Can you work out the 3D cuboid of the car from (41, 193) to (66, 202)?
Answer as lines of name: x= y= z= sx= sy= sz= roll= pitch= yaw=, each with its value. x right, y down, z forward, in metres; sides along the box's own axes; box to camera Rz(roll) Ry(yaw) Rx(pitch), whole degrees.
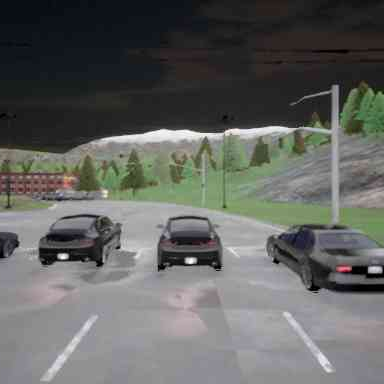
car: x=-32.529 y=1.531 z=78.081 sx=4.892 sy=1.490 sz=1.837 roll=0 pitch=0 yaw=35

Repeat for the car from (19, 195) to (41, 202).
car: x=-37.066 y=1.531 z=76.845 sx=4.892 sy=1.490 sz=1.837 roll=0 pitch=0 yaw=28

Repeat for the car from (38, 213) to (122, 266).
car: x=-3.656 y=1.511 z=11.600 sx=1.837 sy=1.490 sz=4.892 roll=0 pitch=0 yaw=-2

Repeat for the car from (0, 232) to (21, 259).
car: x=-7.058 y=1.551 z=9.563 sx=2.033 sy=1.411 sz=5.357 roll=0 pitch=0 yaw=-2

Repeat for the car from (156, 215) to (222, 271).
car: x=-0.128 y=1.510 z=10.971 sx=1.837 sy=1.490 sz=4.892 roll=0 pitch=0 yaw=-2

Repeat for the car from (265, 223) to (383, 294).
car: x=3.465 y=1.551 z=8.924 sx=2.033 sy=1.411 sz=5.357 roll=0 pitch=0 yaw=-1

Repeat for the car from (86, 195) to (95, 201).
car: x=-27.959 y=1.576 z=87.647 sx=5.357 sy=1.411 sz=2.033 roll=0 pitch=0 yaw=32

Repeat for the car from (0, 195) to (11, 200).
car: x=-46.574 y=1.510 z=80.882 sx=5.008 sy=1.535 sz=1.882 roll=0 pitch=0 yaw=14

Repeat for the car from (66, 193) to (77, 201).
car: x=-31.054 y=1.557 z=81.315 sx=4.674 sy=1.442 sz=1.812 roll=0 pitch=0 yaw=32

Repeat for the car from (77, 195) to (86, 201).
car: x=-29.849 y=1.587 z=84.698 sx=4.181 sy=1.385 sz=1.994 roll=0 pitch=0 yaw=32

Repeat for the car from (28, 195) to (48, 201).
car: x=-39.916 y=1.471 z=86.030 sx=4.892 sy=1.490 sz=1.837 roll=0 pitch=0 yaw=21
